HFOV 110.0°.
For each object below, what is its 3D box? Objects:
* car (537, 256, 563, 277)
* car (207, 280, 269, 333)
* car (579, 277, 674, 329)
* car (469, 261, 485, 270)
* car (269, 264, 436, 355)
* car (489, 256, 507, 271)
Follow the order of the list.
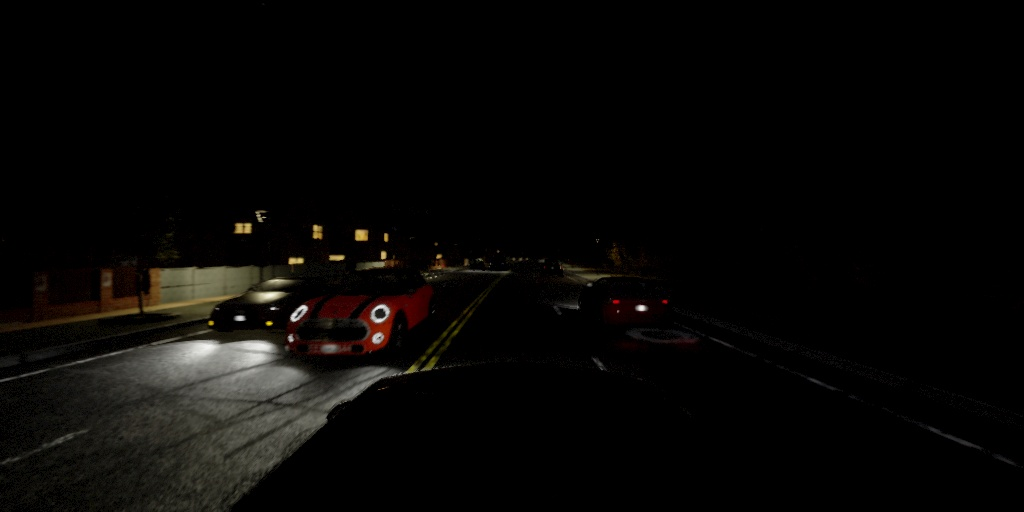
[{"bbox_3d":[4.022,1.165,36.894,2.097,1.767,4.553,0,0,2],"label":"car"},{"bbox_3d":[-6.546,1.319,10.635,1.994,1.385,4.181,0,0,1],"label":"car"},{"bbox_3d":[3.404,1.337,11.379,1.994,1.385,4.181,0,0,1],"label":"car"},{"bbox_3d":[-5.113,1.382,53.313,2.033,1.411,5.357,0,0,4],"label":"car"},{"bbox_3d":[-3.314,1.109,8.807,2.097,1.767,4.553,0,0,1],"label":"car"},{"bbox_3d":[-1.986,1.051,51.114,2.150,2.045,5.566,0,0,4],"label":"car"}]
